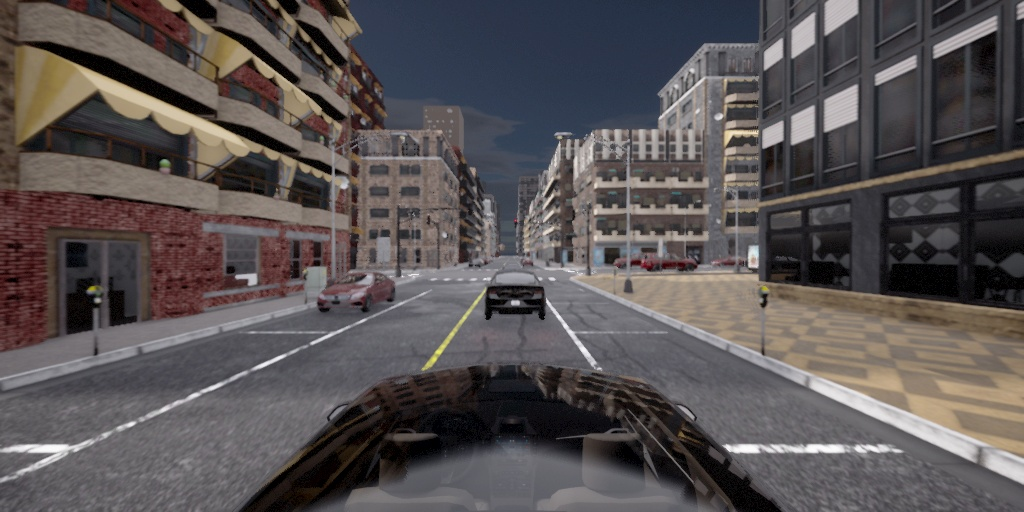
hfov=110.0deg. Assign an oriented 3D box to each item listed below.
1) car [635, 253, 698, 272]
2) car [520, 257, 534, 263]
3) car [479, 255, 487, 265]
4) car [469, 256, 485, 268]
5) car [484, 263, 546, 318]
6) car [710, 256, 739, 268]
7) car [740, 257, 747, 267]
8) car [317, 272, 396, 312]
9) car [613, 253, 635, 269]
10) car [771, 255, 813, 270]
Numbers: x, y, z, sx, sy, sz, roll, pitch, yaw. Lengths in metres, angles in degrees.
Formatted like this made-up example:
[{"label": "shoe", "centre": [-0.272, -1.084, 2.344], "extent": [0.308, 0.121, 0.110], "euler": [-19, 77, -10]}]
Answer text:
[{"label": "car", "centre": [14.707, 0.634, 33.771], "extent": [5.009, 1.841, 2.192], "euler": [0, 0, 0]}, {"label": "car", "centre": [2.685, 0.937, 61.500], "extent": [1.967, 1.591, 4.097], "euler": [0, 0, 0]}, {"label": "car", "centre": [-5.696, 1.022, 61.327], "extent": [1.751, 1.417, 4.829], "euler": [0, 0, 0]}, {"label": "car", "centre": [-5.695, 1.085, 55.814], "extent": [1.948, 1.339, 4.313], "euler": [0, 0, 0]}, {"label": "car", "centre": [0.098, 1.178, 12.676], "extent": [1.882, 1.535, 5.008], "euler": [0, 0, 0]}, {"label": "car", "centre": [25.663, 0.642, 42.248], "extent": [4.207, 1.307, 1.802], "euler": [0, 0, 0]}, {"label": "car", "centre": [28.192, 0.593, 39.672], "extent": [4.181, 1.385, 1.994], "euler": [-1, 0, 0]}, {"label": "car", "centre": [-5.742, 1.277, 13.792], "extent": [1.802, 1.307, 4.207], "euler": [0, 0, 0]}, {"label": "car", "centre": [14.572, 0.582, 42.151], "extent": [5.009, 1.841, 2.192], "euler": [0, 0, 0]}, {"label": "car", "centre": [25.800, 0.677, 33.868], "extent": [4.313, 1.339, 1.948], "euler": [0, 0, 0]}]
